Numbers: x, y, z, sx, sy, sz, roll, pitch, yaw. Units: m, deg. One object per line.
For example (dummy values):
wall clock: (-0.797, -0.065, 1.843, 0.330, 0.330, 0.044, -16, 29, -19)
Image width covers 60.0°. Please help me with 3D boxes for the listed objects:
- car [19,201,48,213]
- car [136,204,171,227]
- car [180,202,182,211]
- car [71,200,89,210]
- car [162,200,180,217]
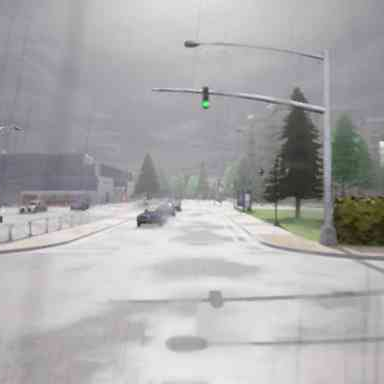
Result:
car: (-19.494, 1.863, 41.016, 1.970, 1.475, 3.806, 0, -1, 2)
car: (-2.955, 1.842, 25.252, 1.895, 1.301, 4.718, 0, -1, 1)
car: (-2.419, 1.896, 45.724, 1.882, 1.535, 5.008, 0, -1, 2)
car: (-16.265, 1.898, 48.332, 1.845, 1.501, 3.633, 0, -1, 2)
car: (-2.709, 1.892, 35.245, 1.994, 1.385, 4.181, 0, -1, 1)
